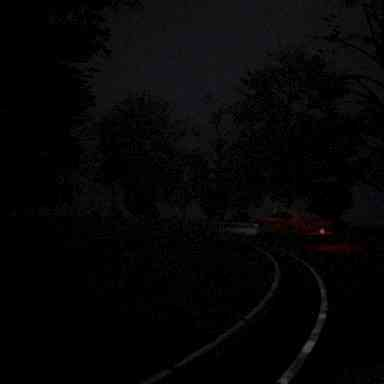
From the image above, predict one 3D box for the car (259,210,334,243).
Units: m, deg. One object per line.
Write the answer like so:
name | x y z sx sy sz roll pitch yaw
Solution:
car | 5.291 1.682 17.606 1.882 1.535 5.008 1 -1 -15
